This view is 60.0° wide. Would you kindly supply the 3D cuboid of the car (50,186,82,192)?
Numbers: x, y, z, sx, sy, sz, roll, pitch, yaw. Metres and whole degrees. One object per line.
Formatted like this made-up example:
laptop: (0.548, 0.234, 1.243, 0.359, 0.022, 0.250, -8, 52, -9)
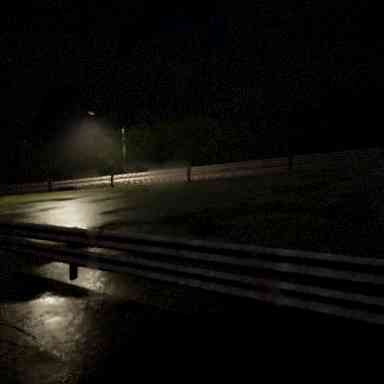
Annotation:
car: (-18.892, -0.428, 49.805, 4.718, 1.301, 1.895, -4, -2, 24)
